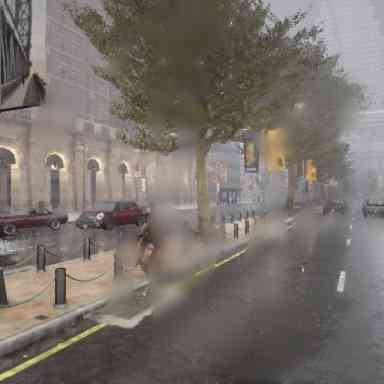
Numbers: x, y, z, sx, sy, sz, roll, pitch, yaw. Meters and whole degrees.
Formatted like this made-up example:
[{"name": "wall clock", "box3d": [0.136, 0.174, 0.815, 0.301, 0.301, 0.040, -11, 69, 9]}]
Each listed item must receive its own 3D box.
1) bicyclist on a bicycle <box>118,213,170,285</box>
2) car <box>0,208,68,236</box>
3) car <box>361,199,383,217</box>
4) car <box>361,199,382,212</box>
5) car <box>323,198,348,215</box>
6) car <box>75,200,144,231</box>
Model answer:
[{"name": "bicyclist on a bicycle", "box3d": [-1.120, 1.359, 8.253, 1.656, 1.620, 0.582, 14, 1, 28]}, {"name": "car", "box3d": [-9.455, 1.595, 18.837, 1.895, 1.301, 4.718, 0, 0, 26]}, {"name": "car", "box3d": [16.967, 1.491, 30.915, 2.128, 1.511, 4.902, 0, 0, 27]}, {"name": "car", "box3d": [21.304, 1.547, 39.640, 2.033, 1.411, 5.357, 0, 0, 27]}, {"name": "car", "box3d": [14.374, 1.505, 33.542, 1.837, 1.490, 4.892, 0, 0, 27]}, {"name": "car", "box3d": [-4.996, 1.351, 20.654, 2.097, 1.767, 4.553, 0, 0, 27]}]
